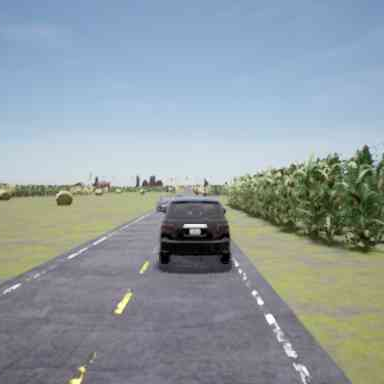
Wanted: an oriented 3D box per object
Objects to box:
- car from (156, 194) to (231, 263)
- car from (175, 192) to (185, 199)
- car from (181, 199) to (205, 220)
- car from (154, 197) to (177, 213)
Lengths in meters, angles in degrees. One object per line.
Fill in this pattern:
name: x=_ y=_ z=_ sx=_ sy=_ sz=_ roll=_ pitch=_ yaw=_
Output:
car: x=0.092 y=1.179 z=11.909 sx=2.150 sy=2.045 sz=5.566 roll=0 pitch=0 yaw=0
car: x=-2.765 y=0.847 z=77.794 sx=2.128 sy=1.511 sz=4.902 roll=0 pitch=0 yaw=0
car: x=0.088 y=1.387 z=28.256 sx=1.837 sy=1.490 sz=4.892 roll=0 pitch=0 yaw=0
car: x=-2.850 y=1.331 z=36.361 sx=2.128 sy=1.511 sz=4.902 roll=0 pitch=0 yaw=0
